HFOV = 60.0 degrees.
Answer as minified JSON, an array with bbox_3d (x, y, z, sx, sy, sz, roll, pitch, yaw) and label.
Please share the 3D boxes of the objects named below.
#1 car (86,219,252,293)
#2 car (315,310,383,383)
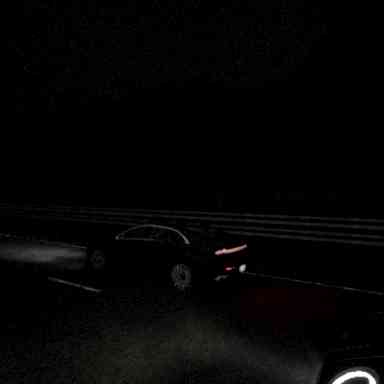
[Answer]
[{"bbox_3d":[-0.818,1.495,8.904,4.902,1.511,2.128,0,0,36],"label":"car"},{"bbox_3d":[3.050,1.353,1.817,4.553,1.767,2.097,0,0,36],"label":"car"}]
